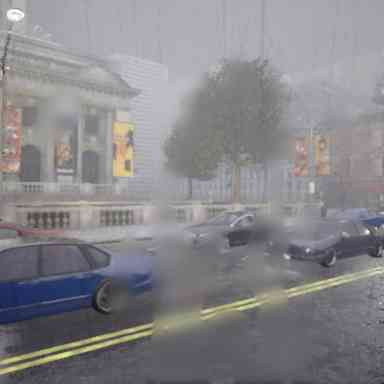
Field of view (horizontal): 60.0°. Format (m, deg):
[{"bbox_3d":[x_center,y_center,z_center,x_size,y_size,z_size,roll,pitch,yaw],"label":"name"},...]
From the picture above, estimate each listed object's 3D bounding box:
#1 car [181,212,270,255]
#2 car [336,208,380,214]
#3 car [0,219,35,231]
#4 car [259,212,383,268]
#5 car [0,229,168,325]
[{"bbox_3d":[1.838,1.592,13.894,4.902,1.511,2.128,1,0,-36],"label":"car"},{"bbox_3d":[9.371,1.676,19.245,5.008,1.535,1.882,1,0,-35],"label":"car"},{"bbox_3d":[-5.818,1.478,8.444,5.008,1.535,1.882,1,0,-35],"label":"car"},{"bbox_3d":[5.120,1.664,11.941,5.357,1.411,2.033,1,0,-35],"label":"car"},{"bbox_3d":[-3.079,1.557,6.094,5.357,1.411,2.033,1,0,-36],"label":"car"}]
